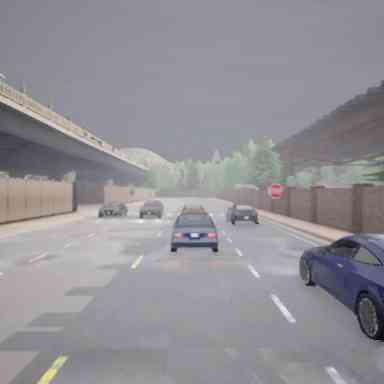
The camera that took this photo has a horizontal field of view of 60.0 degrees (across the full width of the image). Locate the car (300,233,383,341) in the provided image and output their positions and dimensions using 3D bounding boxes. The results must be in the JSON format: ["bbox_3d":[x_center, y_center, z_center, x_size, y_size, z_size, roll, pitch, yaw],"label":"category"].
[{"bbox_3d":[3.591,1.524,6.373,1.812,1.442,4.674,0,0,0],"label":"car"}]

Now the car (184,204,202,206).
[{"bbox_3d":[0.099,1.596,26.861,1.895,1.301,4.718,0,0,0],"label":"car"}]

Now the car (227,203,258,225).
[{"bbox_3d":[3.598,1.521,24.197,1.812,1.442,4.674,0,0,0],"label":"car"}]

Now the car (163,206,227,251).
[{"bbox_3d":[0.095,1.545,14.007,2.033,1.411,5.357,0,0,0],"label":"car"}]

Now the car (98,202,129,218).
[{"bbox_3d":[-7.005,1.572,29.961,1.994,1.385,4.181,0,0,0],"label":"car"}]

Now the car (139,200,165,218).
[{"bbox_3d":[-3.508,1.510,29.668,1.837,1.490,4.892,0,0,0],"label":"car"}]
